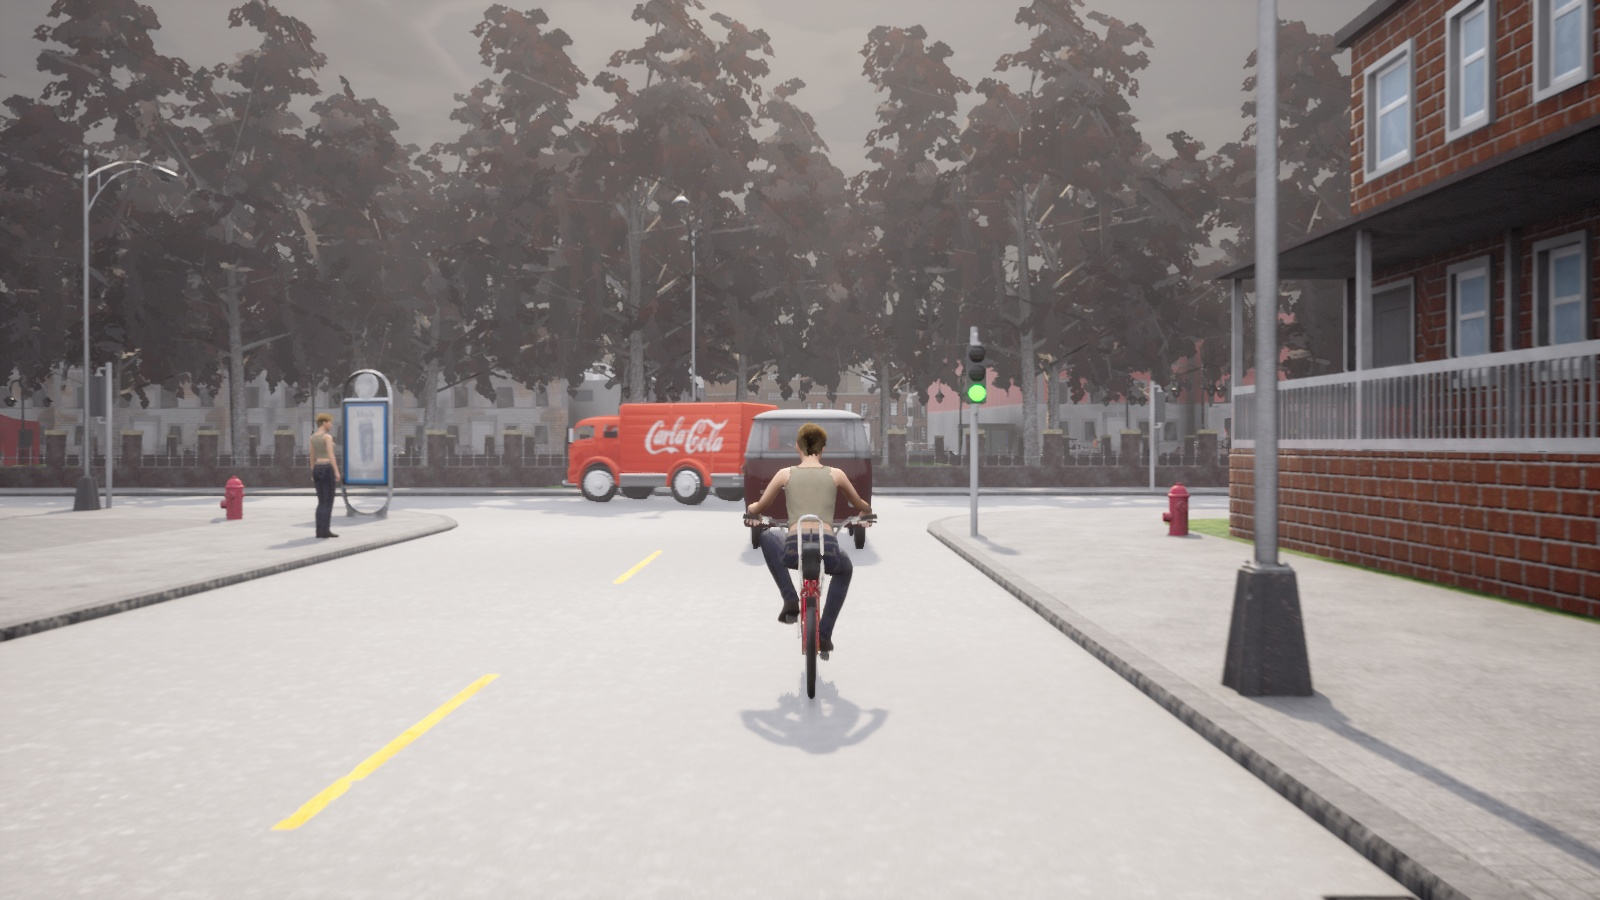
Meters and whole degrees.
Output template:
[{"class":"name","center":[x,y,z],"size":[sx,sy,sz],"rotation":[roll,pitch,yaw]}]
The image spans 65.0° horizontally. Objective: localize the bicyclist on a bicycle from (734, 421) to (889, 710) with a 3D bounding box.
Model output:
[{"class":"bicyclist on a bicycle","center":[0.064,0.639,7.762],"size":[0.866,1.612,1.509],"rotation":[0,0,0]}]

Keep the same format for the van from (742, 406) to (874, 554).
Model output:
[{"class":"van","center":[0.121,0.392,19.087],"size":[1.775,1.987,4.442],"rotation":[0,0,0]}]

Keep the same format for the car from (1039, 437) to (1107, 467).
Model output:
[{"class":"car","center":[16.987,0.115,78.290],"size":[3.866,1.878,1.905],"rotation":[0,0,0]}]

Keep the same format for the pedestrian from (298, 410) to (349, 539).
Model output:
[{"class":"pedestrian","center":[-6.903,0.348,18.196],"size":[0.345,1.836,0.594],"rotation":[0,0,32]}]

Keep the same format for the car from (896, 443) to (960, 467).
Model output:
[{"class":"car","center":[7.947,0.277,78.334],"size":[3.806,1.475,1.970],"rotation":[0,0,1]}]

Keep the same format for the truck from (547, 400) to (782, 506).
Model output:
[{"class":"truck","center":[-3.368,0.077,31.398],"size":[5.204,2.467,2.627],"rotation":[0,-1,23]}]
